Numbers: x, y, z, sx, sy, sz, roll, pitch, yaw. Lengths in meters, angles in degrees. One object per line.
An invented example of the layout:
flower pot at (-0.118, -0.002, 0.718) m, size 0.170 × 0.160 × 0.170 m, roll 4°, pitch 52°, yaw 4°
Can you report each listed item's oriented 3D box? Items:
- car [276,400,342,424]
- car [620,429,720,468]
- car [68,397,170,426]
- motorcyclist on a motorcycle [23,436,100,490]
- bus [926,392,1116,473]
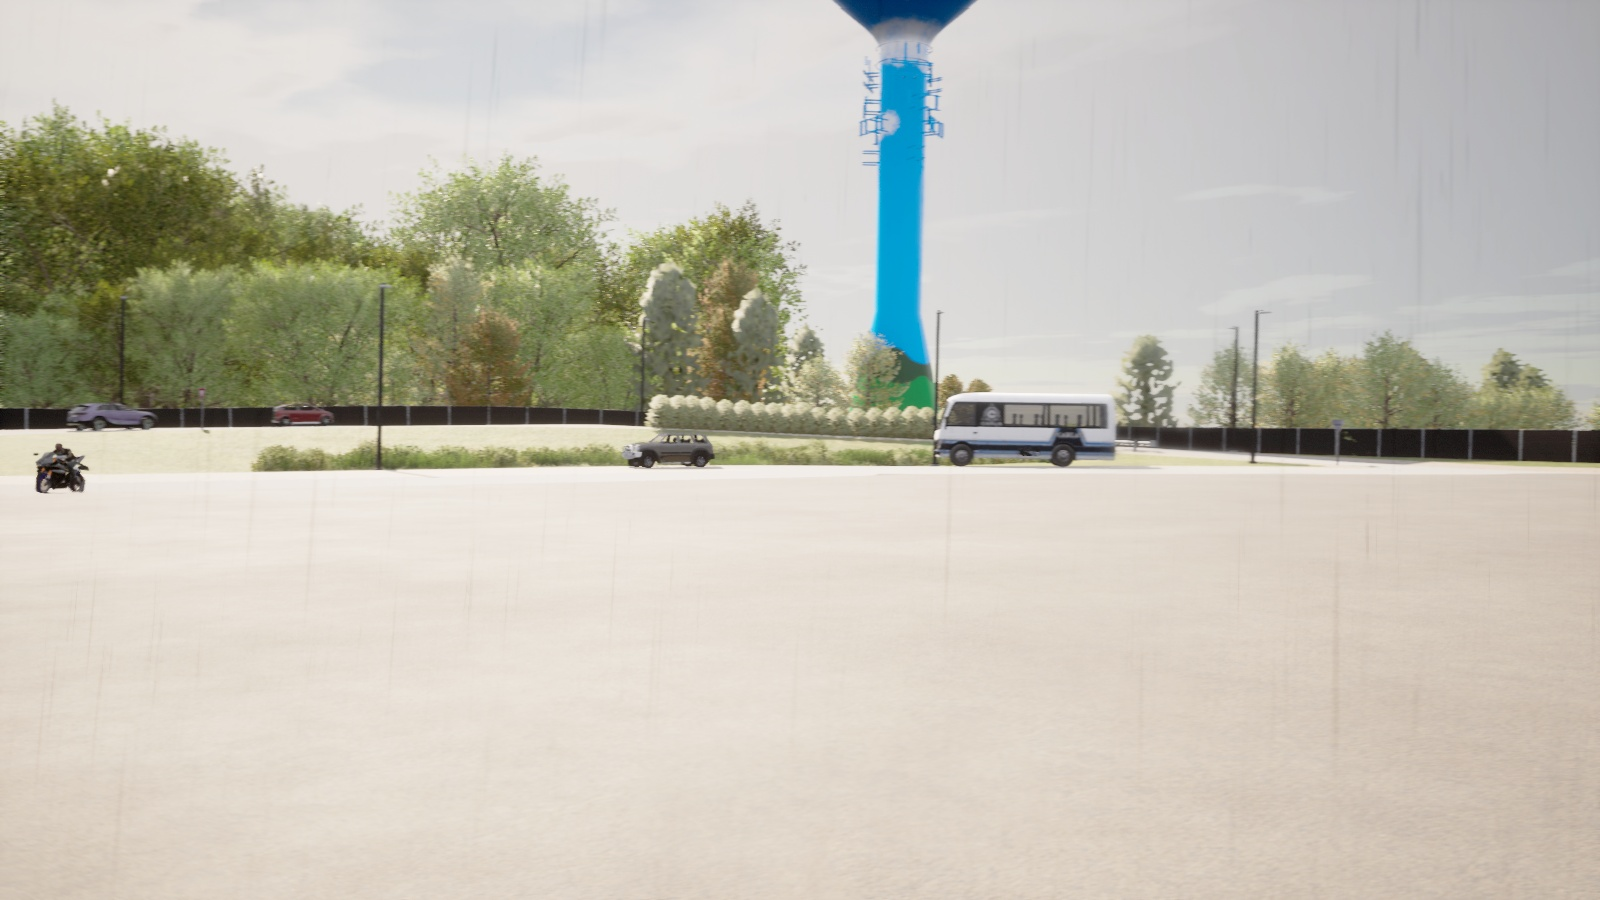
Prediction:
car at (-32.322, -2.539, 82.697) m, size 3.705 × 1.549 × 1.789 m, roll -2°, pitch 2°, yaw -32°
car at (-6.531, -0.081, 63.138) m, size 4.605 × 1.855 × 1.932 m, roll 0°, pitch 1°, yaw -29°
car at (-39.651, -2.246, 73.201) m, size 2.033 × 1.649 × 4.856 m, roll 1°, pitch 2°, yaw 31°
motorcyclist on a motorcycle at (-21.769, 0.393, 37.074) m, size 0.866 × 1.530 × 2.191 m, roll 1°, pitch -1°, yaw 3°
bus at (12.440, -1.023, 71.592) m, size 10.273 × 4.253 × 3.944 m, roll 2°, pitch 1°, yaw 6°
